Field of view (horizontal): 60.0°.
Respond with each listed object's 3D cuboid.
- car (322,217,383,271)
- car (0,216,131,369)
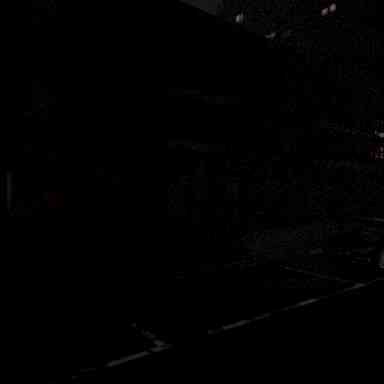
[{"bbox_3d":[6.019,1.542,10.834,4.403,1.369,2.008,0,1,-35],"label":"car"},{"bbox_3d":[-3.234,1.316,4.228,5.009,1.841,2.192,0,1,-35],"label":"car"}]
